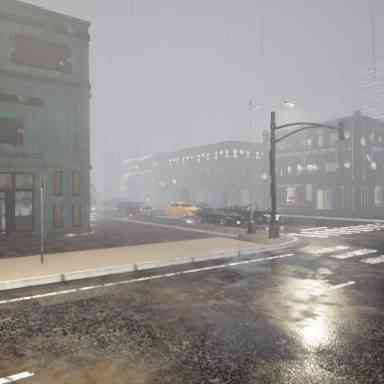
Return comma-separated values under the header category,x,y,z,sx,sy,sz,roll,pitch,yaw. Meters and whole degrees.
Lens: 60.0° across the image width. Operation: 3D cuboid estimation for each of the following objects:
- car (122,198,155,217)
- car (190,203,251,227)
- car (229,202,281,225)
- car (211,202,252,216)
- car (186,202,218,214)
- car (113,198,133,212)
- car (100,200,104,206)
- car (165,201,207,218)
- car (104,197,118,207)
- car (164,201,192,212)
category,x,y,z,sx,sy,sz,roll,pitch,yaw
car,-5.732,1.846,36.745,1.967,1.590,4.097,-1,0,-35
car,2.046,1.814,25.251,1.947,1.339,4.313,-1,0,-35
car,4.787,1.702,26.084,2.128,1.511,4.902,-1,0,-33
car,4.311,1.809,36.945,2.008,1.369,4.403,-2,0,-35
car,1.170,1.903,41.503,1.802,1.307,4.206,-1,0,-35
car,-8.702,1.958,45.673,1.882,1.535,5.008,-1,0,-34
car,-17.677,2.227,68.847,1.887,1.381,4.507,-1,0,-35
car,-0.897,1.803,34.312,1.882,1.535,5.008,-1,0,-34
car,-14.542,1.940,64.289,2.192,1.841,5.009,-1,0,-35
car,-1.970,1.966,46.060,1.802,1.307,4.206,-1,0,-35
